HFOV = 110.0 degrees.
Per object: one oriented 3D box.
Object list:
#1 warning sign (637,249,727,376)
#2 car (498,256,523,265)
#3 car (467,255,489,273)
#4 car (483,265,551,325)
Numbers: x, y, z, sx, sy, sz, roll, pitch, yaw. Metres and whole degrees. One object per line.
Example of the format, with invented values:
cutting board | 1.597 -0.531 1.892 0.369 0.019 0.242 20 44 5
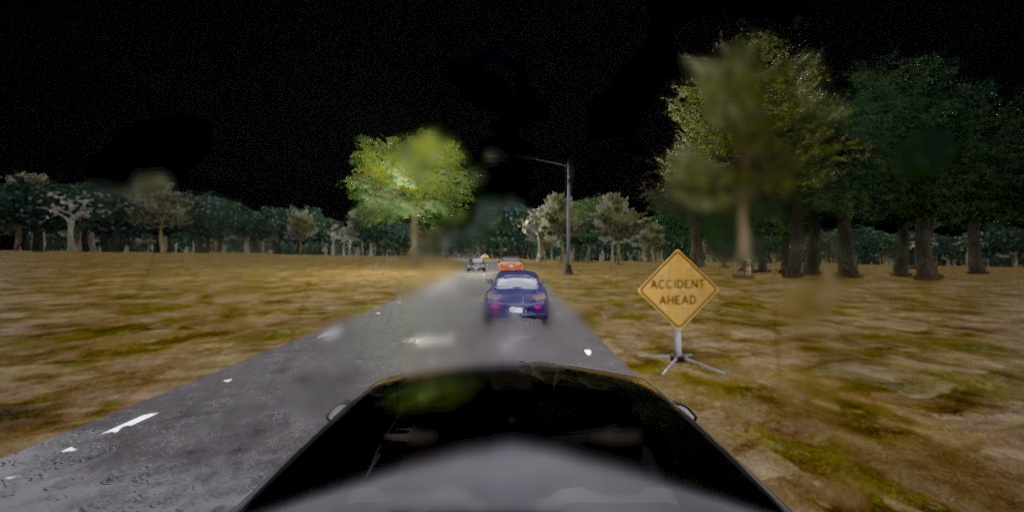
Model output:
warning sign | 2.679 0.821 5.770 1.300 1.860 1.060 0 0 0
car | -0.151 0.796 31.244 2.097 1.767 4.553 0 1 -2
car | -3.598 0.914 36.747 1.812 1.442 4.674 0 1 -3
car | 0.157 1.172 11.292 1.812 1.442 4.674 0 1 1
